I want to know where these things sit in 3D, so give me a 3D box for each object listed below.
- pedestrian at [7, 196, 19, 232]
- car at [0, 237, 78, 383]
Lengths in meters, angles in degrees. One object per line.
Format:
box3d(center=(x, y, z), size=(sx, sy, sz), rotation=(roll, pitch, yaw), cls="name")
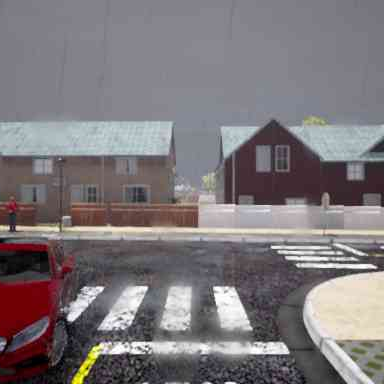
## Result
box3d(center=(-9.340, 1.131, 17.278), size=(0.375, 1.860, 0.375), rotation=(0, -1, 1), cls="pedestrian")
box3d(center=(-2.966, 1.552, 5.546), size=(1.812, 1.442, 4.674), rotation=(1, -1, -15), cls="car")
